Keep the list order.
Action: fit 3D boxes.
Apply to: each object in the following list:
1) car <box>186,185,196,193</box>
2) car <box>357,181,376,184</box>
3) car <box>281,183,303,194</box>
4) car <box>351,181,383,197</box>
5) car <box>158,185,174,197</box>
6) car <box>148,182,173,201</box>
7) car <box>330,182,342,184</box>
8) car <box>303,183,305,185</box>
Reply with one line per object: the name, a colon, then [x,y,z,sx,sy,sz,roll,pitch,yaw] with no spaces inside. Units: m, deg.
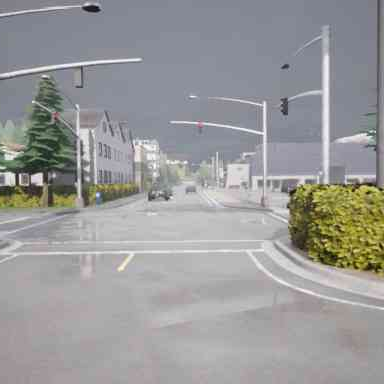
car: [-0.168,-0.562,58.667,2.128,1.511,4.902,-1,2,0]
car: [19.016,-0.173,34.187,1.905,1.878,3.866,-1,2,0]
car: [15.270,-0.515,52.045,2.007,1.523,4.514,-1,2,0]
car: [22.261,-0.457,42.067,1.932,1.855,4.605,-1,2,0]
car: [-3.731,-0.160,48.408,1.837,1.490,4.892,-1,2,0]
car: [-3.720,-0.097,38.247,2.150,2.045,5.566,-1,2,0]
car: [25.310,-1.026,59.457,2.152,1.636,5.027,-1,2,0]
car: [18.895,-0.862,59.105,1.970,1.475,3.806,-1,2,0]
